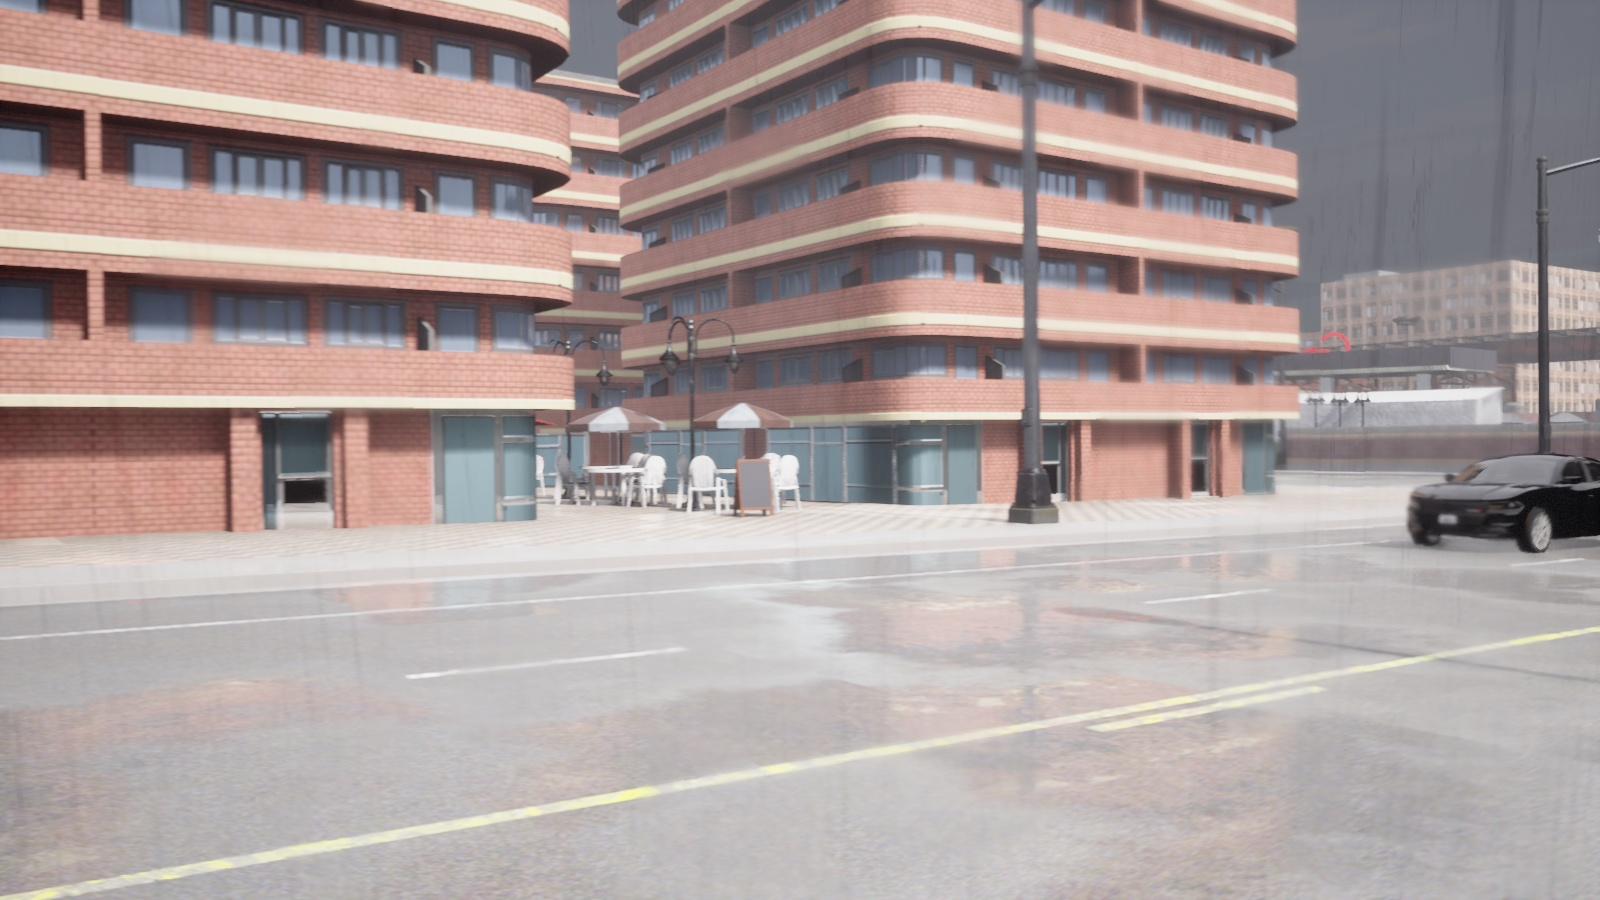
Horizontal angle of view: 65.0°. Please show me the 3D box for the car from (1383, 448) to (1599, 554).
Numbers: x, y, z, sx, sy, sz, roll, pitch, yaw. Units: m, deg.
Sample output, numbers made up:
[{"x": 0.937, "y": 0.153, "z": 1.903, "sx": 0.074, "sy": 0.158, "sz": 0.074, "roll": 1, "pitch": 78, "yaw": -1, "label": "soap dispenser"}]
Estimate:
[{"x": 11.743, "y": 0.743, "z": 20.361, "sx": 5.008, "sy": 1.535, "sz": 1.882, "roll": 0, "pitch": 0, "yaw": -35, "label": "car"}]
